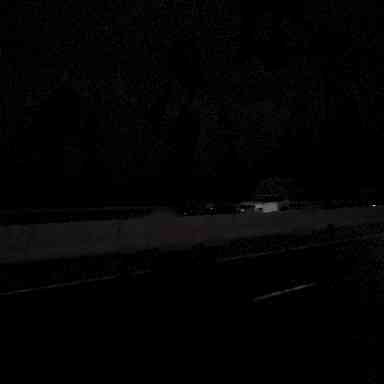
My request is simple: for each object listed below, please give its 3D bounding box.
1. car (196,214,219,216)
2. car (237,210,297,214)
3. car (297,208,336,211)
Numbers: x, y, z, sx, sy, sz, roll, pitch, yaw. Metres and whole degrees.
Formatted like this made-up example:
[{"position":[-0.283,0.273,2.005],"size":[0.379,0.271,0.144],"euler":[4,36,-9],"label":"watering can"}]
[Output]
[{"position":[1.554,1.563,30.914],"size":[5.357,1.411,2.033],"euler":[0,0,-35],"label":"car"},{"position":[6.610,1.233,30.223],"size":[5.566,2.045,2.150],"euler":[0,0,-35],"label":"car"},{"position":[11.205,1.489,29.201],"size":[5.008,1.535,1.882],"euler":[0,0,-35],"label":"car"}]
